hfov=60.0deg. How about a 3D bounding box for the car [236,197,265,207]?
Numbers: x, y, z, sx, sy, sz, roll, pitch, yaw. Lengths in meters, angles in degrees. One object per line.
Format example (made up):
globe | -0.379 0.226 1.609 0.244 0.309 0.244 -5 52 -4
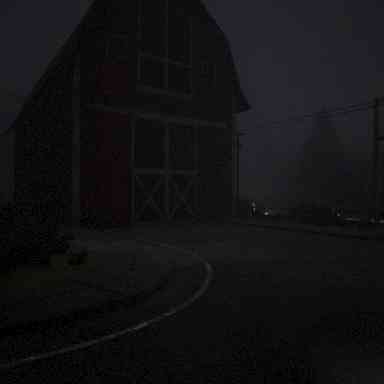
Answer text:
car | 6.191 1.379 37.662 2.097 1.767 4.553 0 0 -34

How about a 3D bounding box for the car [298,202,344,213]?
car | 11.296 1.628 30.221 1.895 1.301 4.718 0 0 -34
